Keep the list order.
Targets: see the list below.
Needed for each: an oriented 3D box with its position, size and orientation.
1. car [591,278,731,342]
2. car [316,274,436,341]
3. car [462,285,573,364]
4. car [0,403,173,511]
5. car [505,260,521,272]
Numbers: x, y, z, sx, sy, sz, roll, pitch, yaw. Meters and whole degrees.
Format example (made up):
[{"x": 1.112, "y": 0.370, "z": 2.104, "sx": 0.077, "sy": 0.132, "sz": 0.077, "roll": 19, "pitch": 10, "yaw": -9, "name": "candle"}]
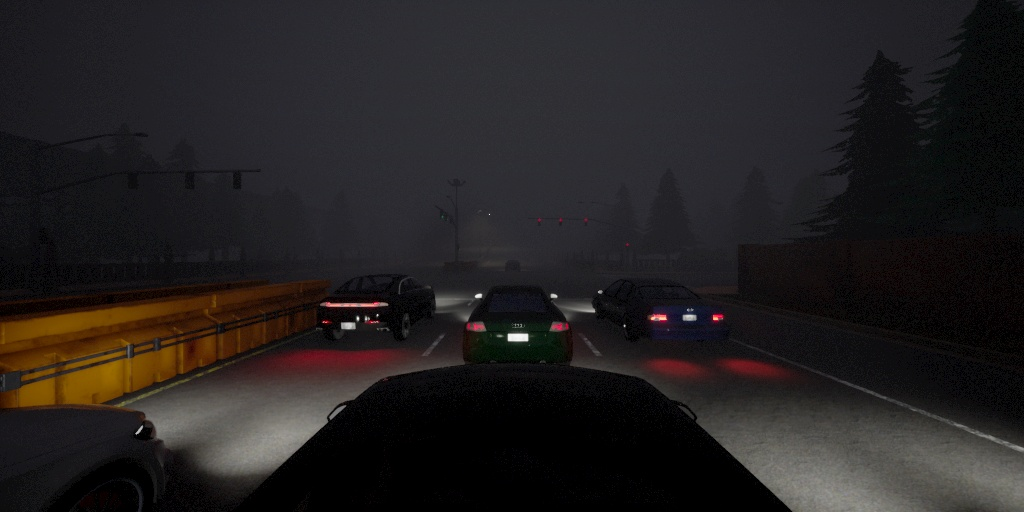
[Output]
[{"x": 3.599, "y": 1.297, "z": 9.781, "sx": 2.033, "sy": 1.411, "sz": 5.357, "roll": 0, "pitch": 0, "yaw": 0, "name": "car"}, {"x": -3.400, "y": 1.241, "z": 9.875, "sx": 2.128, "sy": 1.511, "sz": 4.902, "roll": 0, "pitch": 0, "yaw": 0, "name": "car"}, {"x": 0.099, "y": 1.314, "z": 7.924, "sx": 1.994, "sy": 1.385, "sz": 4.181, "roll": 0, "pitch": 0, "yaw": 0, "name": "car"}, {"x": -3.403, "y": 1.276, "z": 0.638, "sx": 1.812, "sy": 1.442, "sz": 4.674, "roll": 0, "pitch": 0, "yaw": 0, "name": "car"}, {"x": 0.097, "y": 1.228, "z": 45.926, "sx": 1.882, "sy": 1.535, "sz": 5.008, "roll": 0, "pitch": 0, "yaw": 0, "name": "car"}]
